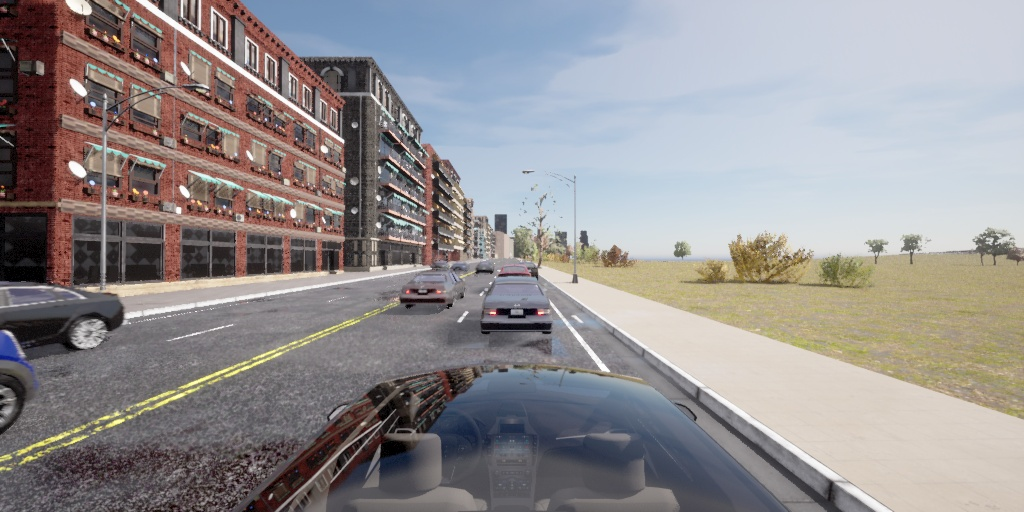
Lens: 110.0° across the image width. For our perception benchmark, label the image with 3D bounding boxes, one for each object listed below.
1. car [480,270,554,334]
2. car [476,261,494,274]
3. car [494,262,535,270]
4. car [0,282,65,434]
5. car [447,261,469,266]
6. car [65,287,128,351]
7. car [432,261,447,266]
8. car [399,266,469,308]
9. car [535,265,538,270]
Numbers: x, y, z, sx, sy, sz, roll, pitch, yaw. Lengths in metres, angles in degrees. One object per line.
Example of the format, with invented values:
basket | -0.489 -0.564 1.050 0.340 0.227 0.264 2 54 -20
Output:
car | 0.115 1.299 10.545 2.033 1.411 5.357 0 0 0
car | -3.075 1.317 41.745 1.994 1.385 4.181 0 0 0
car | 0.139 1.231 21.085 1.882 1.535 5.008 0 0 0
car | -6.601 1.102 2.147 2.097 1.767 4.553 0 0 0
car | -6.517 1.317 45.117 1.994 1.385 4.181 0 0 0
car | -9.845 1.242 6.194 2.128 1.511 4.902 0 0 0
car | -9.756 1.317 49.138 1.994 1.385 4.181 0 0 0
car | -3.128 1.299 15.118 2.033 1.411 5.357 0 0 0
car | 1.192 1.232 30.522 1.882 1.535 5.008 0 0 0
